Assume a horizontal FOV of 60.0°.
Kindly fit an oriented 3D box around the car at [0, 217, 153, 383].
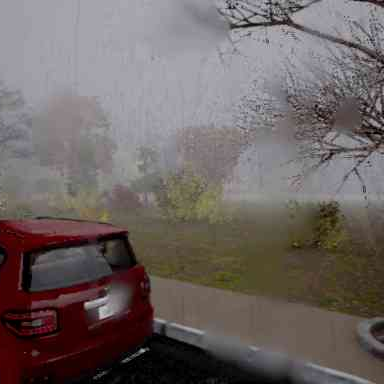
[{"bbox_3d":[-2.810,1.312,4.870,5.009,1.841,2.192,0,1,36],"label":"car"}]
